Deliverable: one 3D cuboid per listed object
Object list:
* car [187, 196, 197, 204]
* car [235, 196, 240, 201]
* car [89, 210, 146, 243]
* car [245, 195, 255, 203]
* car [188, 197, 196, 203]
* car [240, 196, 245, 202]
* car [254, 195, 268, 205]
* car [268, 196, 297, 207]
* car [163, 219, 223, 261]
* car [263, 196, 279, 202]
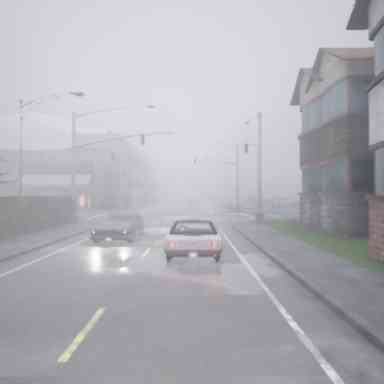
[{"bbox_3d":[0.002,1.807,76.339,2.097,1.767,4.553,0,0,0],"label":"car"},{"bbox_3d":[13.888,1.948,93.192,3.633,1.501,1.845,0,0,0],"label":"car"},{"bbox_3d":[-3.543,1.649,16.849,2.033,1.411,5.357,0,0,0],"label":"car"},{"bbox_3d":[14.165,1.522,71.705,3.866,1.878,1.905,0,0,0],"label":"car"},{"bbox_3d":[0.002,2.048,86.431,1.994,1.385,4.181,0,0,0],"label":"car"},{"bbox_3d":[13.753,1.560,74.611,4.605,1.855,1.932,0,0,0],"label":"car"},{"bbox_3d":[14.166,1.522,58.911,5.027,1.636,2.152,0,0,0],"label":"car"},{"bbox_3d":[14.490,1.563,52.493,3.806,1.475,1.970,0,0,0],"label":"car"},{"bbox_3d":[0.058,1.676,12.517,1.895,1.301,4.718,0,0,1],"label":"car"},{"bbox_3d":[21.309,1.940,90.213,3.806,1.475,1.970,0,0,0],"label":"car"}]
